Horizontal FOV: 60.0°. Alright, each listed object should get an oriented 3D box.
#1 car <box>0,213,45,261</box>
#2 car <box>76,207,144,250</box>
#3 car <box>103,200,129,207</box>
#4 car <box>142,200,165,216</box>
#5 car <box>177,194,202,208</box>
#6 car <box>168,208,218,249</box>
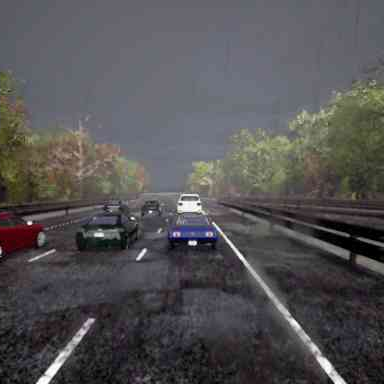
[{"bbox_3d":[-6.965,1.481,11.714,1.882,1.535,5.008,0,0,0],"label":"car"},{"bbox_3d":[-3.491,1.567,14.415,1.994,1.385,4.181,0,0,-1],"label":"car"},{"bbox_3d":[-7.282,1.508,32.290,2.128,1.511,4.902,0,0,-1],"label":"car"},{"bbox_3d":[-3.783,1.520,32.334,1.837,1.490,4.892,0,0,-1],"label":"car"},{"bbox_3d":[-0.259,1.235,31.425,2.150,2.045,5.566,0,0,-1],"label":"car"},{"bbox_3d":[0.010,1.604,14.565,1.895,1.301,4.718,0,0,-1],"label":"car"}]
